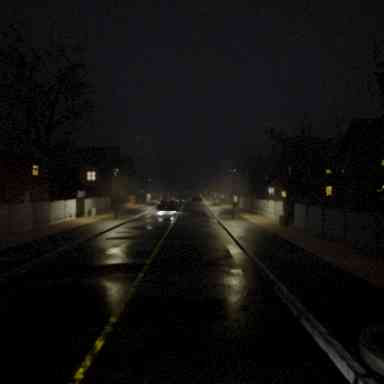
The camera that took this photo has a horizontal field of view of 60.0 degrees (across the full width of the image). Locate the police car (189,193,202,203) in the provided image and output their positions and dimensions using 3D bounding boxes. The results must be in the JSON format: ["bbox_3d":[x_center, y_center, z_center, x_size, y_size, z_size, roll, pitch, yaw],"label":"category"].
[{"bbox_3d":[0.941,1.140,63.209,1.930,1.638,5.238,0,0,0],"label":"police car"}]

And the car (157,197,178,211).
[{"bbox_3d":[-2.773,1.402,37.503,1.994,1.385,4.181,0,0,0],"label":"car"}]

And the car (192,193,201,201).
[{"bbox_3d":[0.959,1.118,73.292,1.801,1.575,5.366,0,0,0],"label":"car"}]

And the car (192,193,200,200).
[{"bbox_3d":[0.970,1.088,79.292,1.801,1.575,5.366,0,0,0],"label":"car"}]
